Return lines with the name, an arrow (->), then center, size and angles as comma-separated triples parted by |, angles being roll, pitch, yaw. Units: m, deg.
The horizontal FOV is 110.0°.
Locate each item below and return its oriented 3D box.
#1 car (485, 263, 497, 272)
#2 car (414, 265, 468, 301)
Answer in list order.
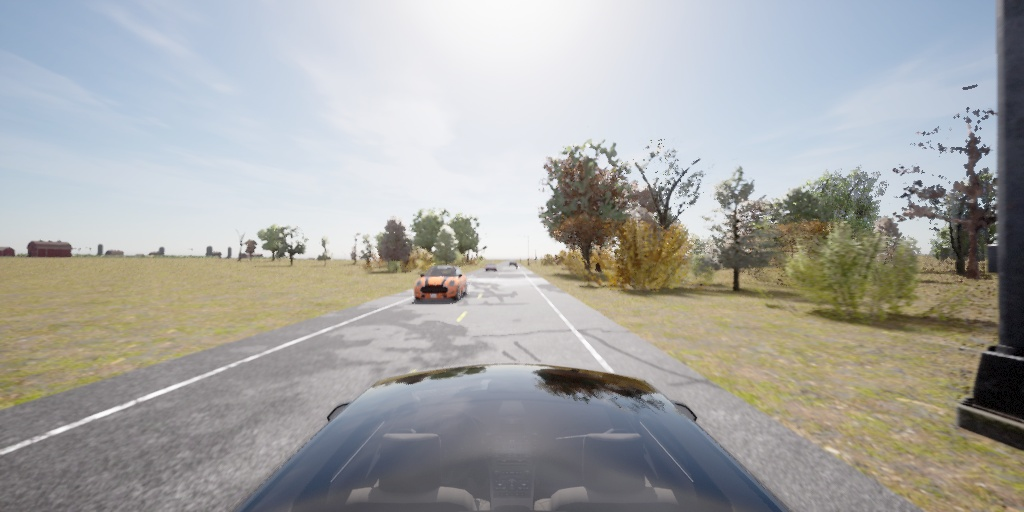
car -> -3.540, 1.914, 60.527 | 1.812, 1.442, 4.674 | 0, -1, 1
car -> -3.601, 1.290, 18.757 | 2.097, 1.767, 4.553 | 0, -1, 0
